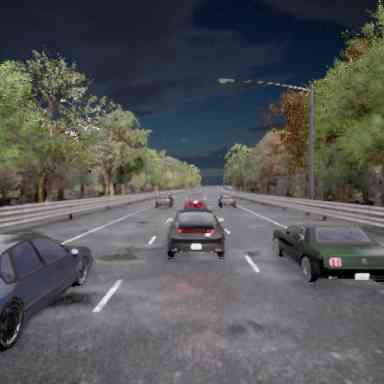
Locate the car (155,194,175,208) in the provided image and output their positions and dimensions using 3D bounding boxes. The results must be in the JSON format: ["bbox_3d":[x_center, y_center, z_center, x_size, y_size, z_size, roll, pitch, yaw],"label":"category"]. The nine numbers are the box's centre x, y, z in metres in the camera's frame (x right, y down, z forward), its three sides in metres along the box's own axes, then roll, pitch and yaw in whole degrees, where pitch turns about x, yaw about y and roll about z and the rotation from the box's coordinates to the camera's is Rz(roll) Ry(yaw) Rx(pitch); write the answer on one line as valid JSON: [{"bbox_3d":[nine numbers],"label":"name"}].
[{"bbox_3d":[-3.050,0.996,38.249,2.128,1.511,4.902,0,1,1],"label":"car"}]

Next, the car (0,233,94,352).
[{"bbox_3d":[-3.395,1.468,5.960,2.033,1.411,5.357,0,1,0],"label":"car"}]

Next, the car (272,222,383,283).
[{"bbox_3d":[3.622,1.484,9.264,1.895,1.301,4.718,0,1,0],"label":"car"}]

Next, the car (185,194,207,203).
[{"bbox_3d":[0.360,0.933,32.740,2.097,1.767,4.553,0,1,1],"label":"car"}]

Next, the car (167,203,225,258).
[{"bbox_3d":[0.139,1.347,12.063,1.837,1.490,4.892,0,0,0],"label":"car"}]

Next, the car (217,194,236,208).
[{"bbox_3d":[3.954,0.998,38.373,2.128,1.511,4.902,0,1,1],"label":"car"}]
